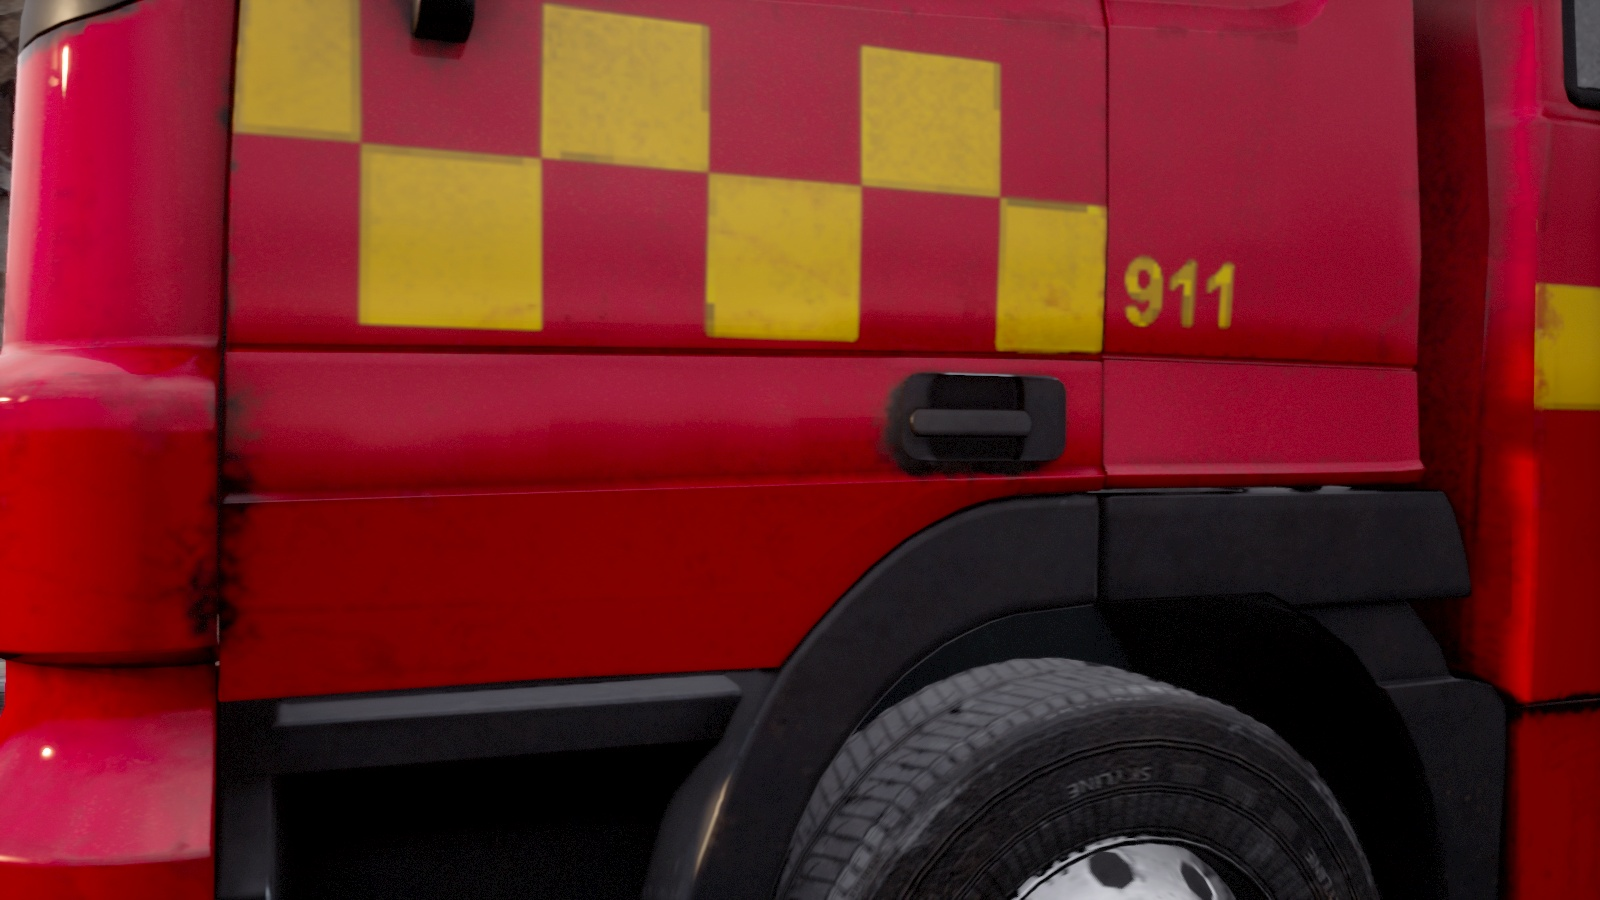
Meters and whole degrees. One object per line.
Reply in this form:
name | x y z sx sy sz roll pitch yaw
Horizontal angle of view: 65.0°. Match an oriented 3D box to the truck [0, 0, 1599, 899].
truck | 2.201 -0.456 4.047 8.468 3.827 2.891 -1 1 -21
